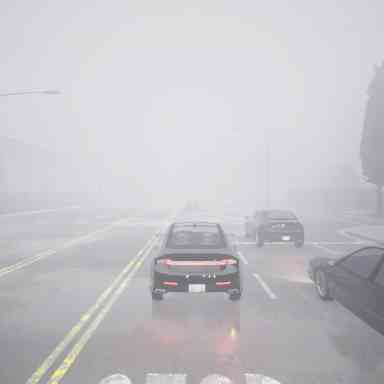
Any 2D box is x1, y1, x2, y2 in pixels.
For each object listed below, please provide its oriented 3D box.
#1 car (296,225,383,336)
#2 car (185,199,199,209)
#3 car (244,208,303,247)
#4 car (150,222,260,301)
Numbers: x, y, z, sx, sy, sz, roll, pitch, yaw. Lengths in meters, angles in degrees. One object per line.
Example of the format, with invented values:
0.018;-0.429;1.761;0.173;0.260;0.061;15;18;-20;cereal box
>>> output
3.588;1.547;5.288;2.033;1.411;5.357;0;0;0;car
0.001;1.601;44.150;1.895;1.301;4.718;0;0;0;car
3.565;1.505;15.035;1.837;1.490;4.892;0;0;0;car
0.081;1.492;8.334;2.128;1.511;4.902;0;0;0;car
